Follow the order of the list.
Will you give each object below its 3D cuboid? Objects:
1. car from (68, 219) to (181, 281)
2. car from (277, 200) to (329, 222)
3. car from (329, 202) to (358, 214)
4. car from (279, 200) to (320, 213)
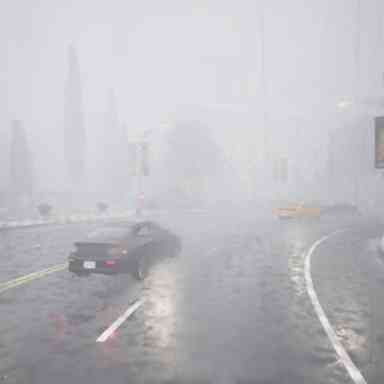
[{"bbox_3d":[-1.758,1.518,9.894,1.812,1.442,4.674,0,0,15],"label":"car"},{"bbox_3d":[8.868,1.548,27.010,5.008,1.535,1.882,0,0,-44],"label":"car"},{"bbox_3d":[15.793,1.721,36.328,4.718,1.301,1.895,0,0,-26],"label":"car"},{"bbox_3d":[12.390,1.624,38.392,4.674,1.442,1.812,1,0,-30],"label":"car"}]
